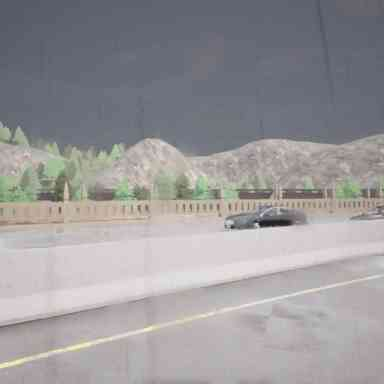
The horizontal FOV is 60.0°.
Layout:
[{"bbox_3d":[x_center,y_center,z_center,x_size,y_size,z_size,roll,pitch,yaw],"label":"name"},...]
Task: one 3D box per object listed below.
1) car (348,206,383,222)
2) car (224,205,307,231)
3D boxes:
[{"bbox_3d":[10.294,1.491,17.320,4.902,1.511,2.128,0,0,-24],"label":"car"},{"bbox_3d":[4.067,1.491,18.214,4.902,1.511,2.128,0,0,-27],"label":"car"}]
